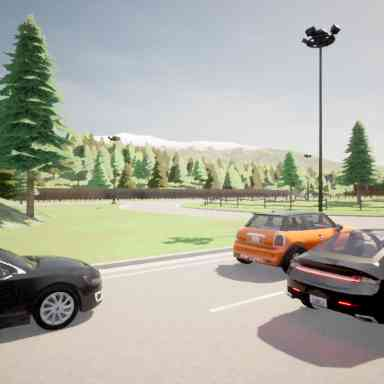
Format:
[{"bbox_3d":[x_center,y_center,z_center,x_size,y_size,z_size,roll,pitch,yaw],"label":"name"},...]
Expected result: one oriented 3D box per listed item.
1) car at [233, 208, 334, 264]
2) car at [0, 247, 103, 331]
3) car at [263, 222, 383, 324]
[{"bbox_3d":[3.522,1.352,10.575,4.553,1.767,2.097,0,0,-35],"label":"car"},{"bbox_3d":[-3.899,1.505,5.265,4.892,1.490,1.837,0,0,-35],"label":"car"},{"bbox_3d":[3.958,1.492,6.600,4.902,1.511,2.128,0,0,-35],"label":"car"}]
